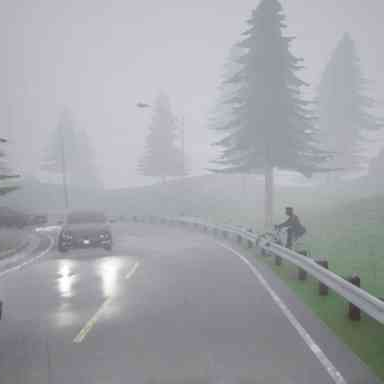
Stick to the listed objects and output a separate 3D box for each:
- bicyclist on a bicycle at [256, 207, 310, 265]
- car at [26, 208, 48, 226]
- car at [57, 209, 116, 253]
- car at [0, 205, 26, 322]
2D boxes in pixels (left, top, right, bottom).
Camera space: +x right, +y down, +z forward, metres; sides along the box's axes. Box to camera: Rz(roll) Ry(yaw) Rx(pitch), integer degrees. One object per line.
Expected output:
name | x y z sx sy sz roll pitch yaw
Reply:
bicyclist on a bicycle | 2.866 1.284 9.978 1.656 1.620 0.582 17 -2 3
car | -11.550 1.570 21.513 4.181 1.385 1.994 0 0 12
car | -4.367 1.504 13.876 1.837 1.490 4.892 0 0 -17
car | -3.581 1.224 2.125 2.150 2.045 5.566 0 0 0
